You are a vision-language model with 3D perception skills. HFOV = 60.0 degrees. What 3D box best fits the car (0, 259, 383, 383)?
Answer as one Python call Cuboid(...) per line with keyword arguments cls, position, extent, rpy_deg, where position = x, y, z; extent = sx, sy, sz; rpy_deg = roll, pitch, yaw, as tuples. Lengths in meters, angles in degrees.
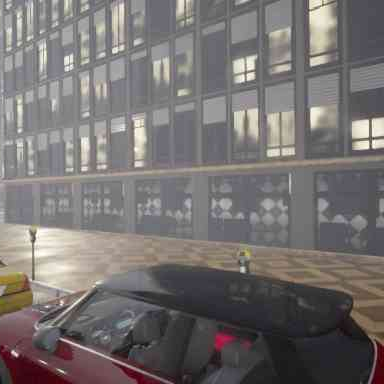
Cuboid(cls="car", position=(-0.350, 1.441, 3.143), extent=(4.097, 1.590, 1.967), rpy_deg=(0, -1, 35))
